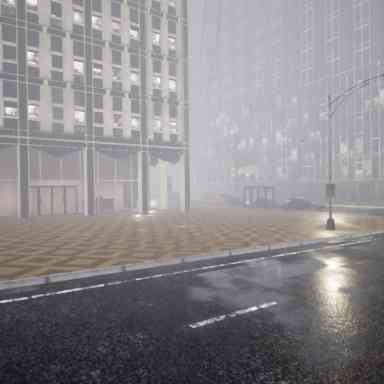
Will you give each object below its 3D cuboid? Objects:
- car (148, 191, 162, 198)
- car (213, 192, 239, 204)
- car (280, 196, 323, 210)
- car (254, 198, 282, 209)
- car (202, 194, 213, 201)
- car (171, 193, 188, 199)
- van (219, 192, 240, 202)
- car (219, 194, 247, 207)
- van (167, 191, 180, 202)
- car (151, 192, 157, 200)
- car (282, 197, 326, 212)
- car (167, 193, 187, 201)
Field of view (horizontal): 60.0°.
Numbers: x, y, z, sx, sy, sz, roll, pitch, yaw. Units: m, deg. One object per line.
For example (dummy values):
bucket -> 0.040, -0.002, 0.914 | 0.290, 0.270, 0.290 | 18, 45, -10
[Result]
car -> -9.284, 0.684, 83.407 | 1.967, 1.590, 4.097 | 0, 1, -34
car -> 5.773, 1.019, 51.029 | 2.097, 1.767, 4.553 | -1, 1, -34
car -> 13.145, 1.313, 40.197 | 1.812, 1.442, 4.674 | -1, 1, -36
car -> 9.302, 1.386, 41.057 | 1.802, 1.307, 4.206 | -1, 1, -34
car -> 3.519, 1.041, 64.622 | 1.802, 1.307, 4.206 | -1, 1, -34
car -> -2.882, 0.934, 74.016 | 1.802, 1.307, 4.206 | 0, 1, -34
van -> 6.719, 0.853, 59.922 | 1.690, 1.788, 3.998 | -1, 1, -34
car -> 6.150, 1.318, 45.786 | 1.947, 1.339, 4.313 | -1, 1, -34
van -> -3.406, 0.935, 59.902 | 1.690, 1.788, 3.998 | 0, 1, -34
car -> -9.808, 1.038, 69.298 | 2.008, 1.369, 4.403 | 0, 1, -34
car -> 12.489, 1.422, 36.348 | 1.947, 1.339, 4.313 | -1, 1, -34
car -> -2.868, 0.882, 63.872 | 1.994, 1.385, 4.181 | -1, 1, -34
